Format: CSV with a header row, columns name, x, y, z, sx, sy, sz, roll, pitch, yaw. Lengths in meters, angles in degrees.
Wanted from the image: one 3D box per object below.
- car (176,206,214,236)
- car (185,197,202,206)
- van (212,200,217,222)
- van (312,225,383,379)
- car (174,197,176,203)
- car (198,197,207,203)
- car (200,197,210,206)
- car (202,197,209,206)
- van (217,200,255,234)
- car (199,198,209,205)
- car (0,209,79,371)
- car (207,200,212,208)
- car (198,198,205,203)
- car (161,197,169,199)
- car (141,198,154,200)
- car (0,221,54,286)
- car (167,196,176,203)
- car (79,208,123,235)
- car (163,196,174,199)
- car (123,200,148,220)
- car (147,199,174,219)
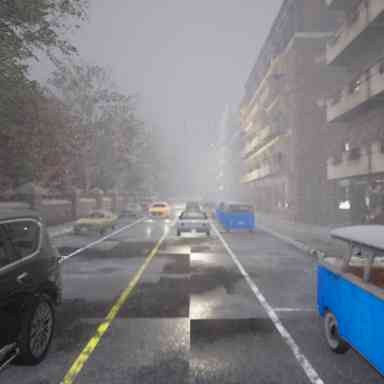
name,x,y,z,sx,sy,sz,roll,pitch,yaw
car,0.081,1.750,19.547,1.895,1.301,4.718,0,0,0
car,0.095,1.849,45.389,1.837,1.490,4.892,0,-1,0
van,2.705,1.537,25.702,1.690,1.788,3.998,1,0,0
van,2.706,1.369,3.608,1.690,1.788,3.998,1,0,0
car,-5.684,2.203,86.456,1.887,1.381,4.507,1,0,0
car,2.698,2.097,86.457,1.967,1.590,4.097,1,0,0
car,2.699,1.971,69.887,1.967,1.590,4.097,1,0,0
car,2.698,1.971,53.315,1.947,1.339,4.313,1,0,0
van,2.705,1.495,20.179,1.690,1.788,3.998,1,0,0
car,2.697,2.117,75.409,1.887,1.381,4.507,1,0,0
car,-3.088,1.246,2.972,2.150,2.045,5.566,0,0,0
car,2.701,1.764,31.393,1.752,1.417,4.829,1,0,0
car,2.695,2.281,91.979,1.802,1.307,4.206,1,0,0
car,-5.682,2.014,58.839,1.947,1.339,4.313,1,0,0
car,-5.676,1.638,42.271,2.192,1.841,5.009,1,0,0
car,-5.678,1.638,9.130,1.947,1.339,4.313,1,0,0
car,-5.681,2.016,91.980,2.192,1.841,5.009,1,0,0
car,-5.678,1.679,20.007,1.752,1.417,4.829,1,0,0
car,-5.678,1.847,69.888,2.192,1.841,5.009,1,0,0
car,-5.680,1.790,31.223,2.008,1.369,4.403,1,0,0
car,-3.096,1.723,32.145,1.882,1.535,5.008,0,0,0
